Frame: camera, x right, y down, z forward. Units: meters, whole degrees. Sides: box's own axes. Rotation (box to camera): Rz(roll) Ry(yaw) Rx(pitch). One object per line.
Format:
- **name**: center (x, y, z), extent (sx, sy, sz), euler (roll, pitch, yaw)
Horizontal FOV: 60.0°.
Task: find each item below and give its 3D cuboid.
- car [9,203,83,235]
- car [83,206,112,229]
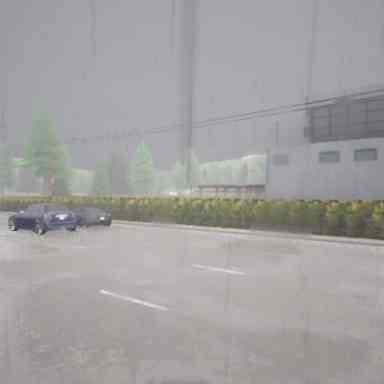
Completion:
- **car**: center (-8.809, 1.445, 19.501), extent (4.553, 1.767, 2.097), euler (0, 0, 37)
- **car**: center (-7.419, 1.681, 22.838), extent (4.181, 1.385, 1.994), euler (0, 0, 37)
